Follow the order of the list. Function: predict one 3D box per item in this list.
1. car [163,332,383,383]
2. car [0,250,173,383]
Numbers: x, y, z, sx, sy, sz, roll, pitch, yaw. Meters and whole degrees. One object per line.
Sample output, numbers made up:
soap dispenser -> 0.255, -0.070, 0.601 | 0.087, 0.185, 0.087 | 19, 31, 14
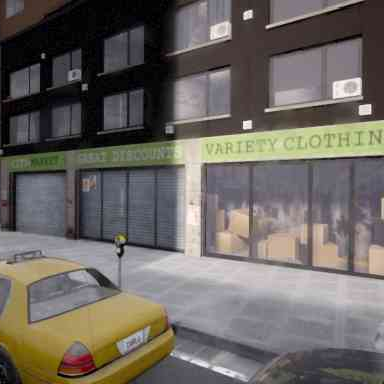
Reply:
car -> 2.229, 1.551, 1.534 | 4.403, 1.369, 2.008 | 0, 1, 35
car -> -2.510, 1.524, 4.801 | 4.829, 1.417, 1.752 | 0, 1, 35
